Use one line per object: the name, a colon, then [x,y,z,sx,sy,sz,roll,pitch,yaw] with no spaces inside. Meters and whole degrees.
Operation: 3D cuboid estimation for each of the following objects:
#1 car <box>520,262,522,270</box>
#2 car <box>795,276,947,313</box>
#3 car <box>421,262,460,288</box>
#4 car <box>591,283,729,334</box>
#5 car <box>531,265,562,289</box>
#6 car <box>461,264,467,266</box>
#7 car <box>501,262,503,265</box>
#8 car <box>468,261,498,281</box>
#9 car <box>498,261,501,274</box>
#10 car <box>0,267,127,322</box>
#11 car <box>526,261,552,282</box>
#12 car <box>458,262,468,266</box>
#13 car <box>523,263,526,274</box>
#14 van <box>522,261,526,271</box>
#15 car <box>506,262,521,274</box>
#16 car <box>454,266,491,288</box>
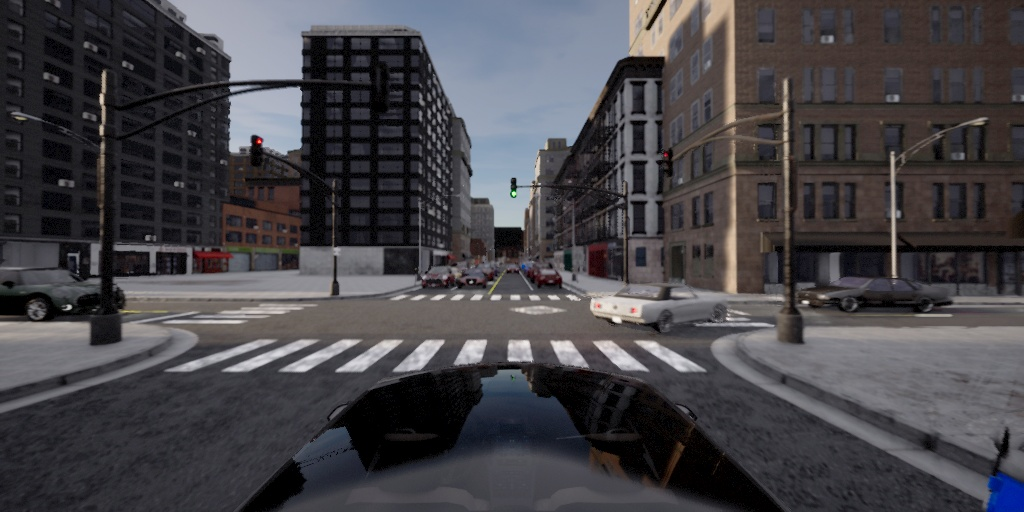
car: [2.654,1.981,53.659,1.948,1.339,4.313,0,0,0]
car: [14.898,1.553,14.955,5.357,1.411,2.033,0,-1,0]
car: [-5.379,1.512,26.616,1.967,1.591,4.097,0,0,0]
car: [4.761,1.504,11.203,4.718,1.301,1.895,1,-1,-34]
car: [2.646,1.616,26.614,1.888,1.381,4.507,0,0,0]
car: [-5.378,1.667,31.855,1.751,1.417,4.829,0,0,0]
car: [-2.802,1.988,54.309,1.994,1.385,4.181,0,-1,0]
car: [-2.822,1.537,35.419,2.097,1.767,4.553,0,-1,0]
car: [-2.823,1.650,44.293,2.097,1.767,4.553,0,-1,0]
car: [-15.918,1.158,11.990,4.553,1.767,2.097,0,-1,0]
car: [2.648,1.455,32.023,2.192,1.841,5.009,0,0,0]
car: [-5.376,1.526,37.434,2.192,1.841,5.009,0,0,0]
car: [2.651,1.824,42.841,1.888,1.381,4.507,0,0,0]
van: [2.652,1.688,48.251,1.690,1.789,3.998,0,0,0]
car: [0.118,2.028,54.529,1.895,1.301,4.718,0,-1,0]
car: [-2.843,1.638,26.797,1.994,1.385,4.181,0,-1,-1]
